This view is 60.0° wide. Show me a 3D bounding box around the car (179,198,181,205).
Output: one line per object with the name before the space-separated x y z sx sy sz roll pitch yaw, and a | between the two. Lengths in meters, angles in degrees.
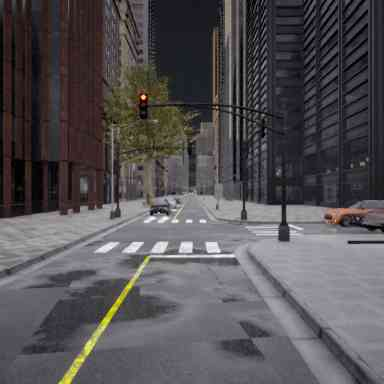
car | -3.030 1.597 60.962 2.033 1.411 5.357 0 0 0

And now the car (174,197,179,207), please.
car | -3.068 1.541 44.922 1.812 1.442 4.674 0 0 0

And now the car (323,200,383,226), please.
car | 10.856 1.311 21.207 4.553 1.767 2.097 0 0 0

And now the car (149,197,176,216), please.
car | -3.084 1.553 33.513 2.033 1.411 5.357 0 0 0

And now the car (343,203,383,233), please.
car | 11.534 1.491 18.108 5.357 1.411 2.033 0 0 0
